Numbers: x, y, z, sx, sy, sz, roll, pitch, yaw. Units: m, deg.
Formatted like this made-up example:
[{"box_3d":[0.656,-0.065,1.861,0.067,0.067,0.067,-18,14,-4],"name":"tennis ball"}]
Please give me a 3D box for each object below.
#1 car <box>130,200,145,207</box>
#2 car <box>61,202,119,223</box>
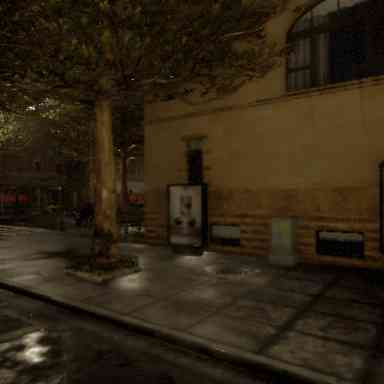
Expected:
[{"box_3d":[-6.604,1.760,42.404,2.231,1.521,4.892,-1,0,36],"name":"car"},{"box_3d":[-9.689,1.725,32.065,1.882,1.535,5.008,-1,0,36],"name":"car"}]
